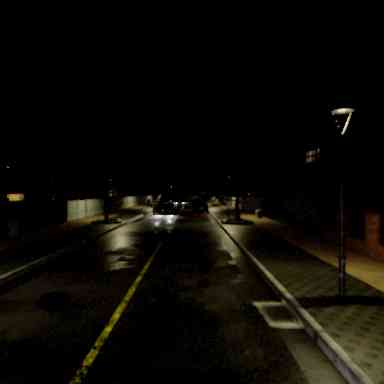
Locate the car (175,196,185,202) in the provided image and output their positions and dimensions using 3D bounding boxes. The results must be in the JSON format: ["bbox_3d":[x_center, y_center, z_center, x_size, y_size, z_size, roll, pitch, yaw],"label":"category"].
[{"bbox_3d":[-2.710,1.575,75.125,1.812,1.442,4.674,0,0,0],"label":"car"}]

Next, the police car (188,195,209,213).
[{"bbox_3d":[0.844,1.450,36.760,1.930,1.638,5.238,0,0,0],"label":"police car"}]

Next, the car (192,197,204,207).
[{"bbox_3d":[0.852,1.572,52.652,1.837,1.490,4.892,0,0,0],"label":"car"}]

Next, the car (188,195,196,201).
[{"bbox_3d":[0.047,1.616,88.072,1.994,1.385,4.181,0,0,0],"label":"car"}]

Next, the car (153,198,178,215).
[{"bbox_3d":[-2.827,1.583,34.069,1.994,1.385,4.181,0,0,0],"label":"car"}]

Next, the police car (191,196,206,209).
[{"bbox_3d":[0.849,1.475,46.763,1.930,1.638,5.238,0,0,0],"label":"police car"}]
